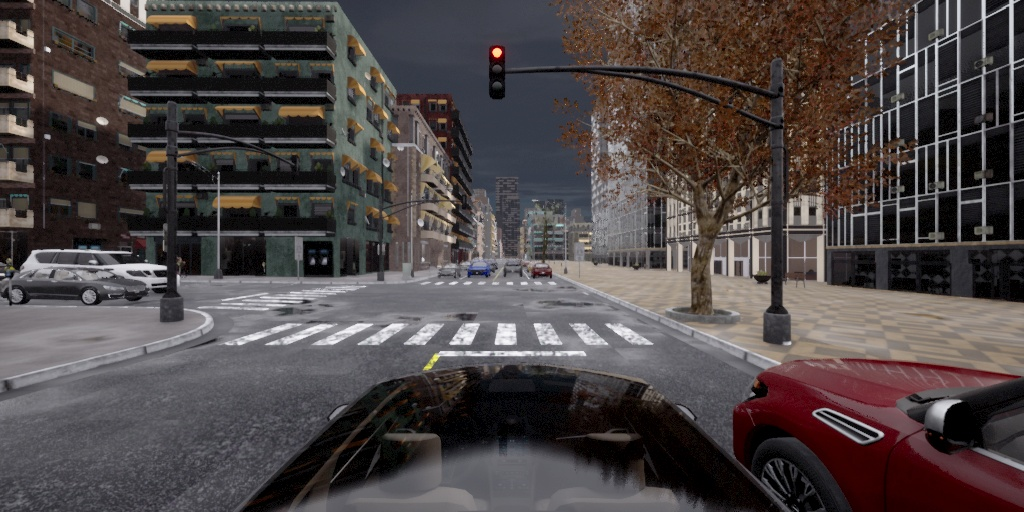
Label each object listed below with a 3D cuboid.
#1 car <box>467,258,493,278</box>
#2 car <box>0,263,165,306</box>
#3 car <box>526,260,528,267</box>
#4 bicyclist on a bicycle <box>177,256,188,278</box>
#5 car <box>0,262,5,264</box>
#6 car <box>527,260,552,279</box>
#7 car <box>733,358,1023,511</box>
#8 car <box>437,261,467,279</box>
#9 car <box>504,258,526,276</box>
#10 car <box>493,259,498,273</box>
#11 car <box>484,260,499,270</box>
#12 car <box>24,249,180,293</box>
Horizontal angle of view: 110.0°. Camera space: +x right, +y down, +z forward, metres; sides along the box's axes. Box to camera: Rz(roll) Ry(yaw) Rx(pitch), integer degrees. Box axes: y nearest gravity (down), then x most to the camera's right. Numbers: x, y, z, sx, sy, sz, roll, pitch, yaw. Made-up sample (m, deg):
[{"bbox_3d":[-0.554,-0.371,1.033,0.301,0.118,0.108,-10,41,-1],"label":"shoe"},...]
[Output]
[{"bbox_3d":[-3.104,1.240,34.304,1.882,1.535,5.008,0,0,0],"label":"car"},{"bbox_3d":[-16.439,1.091,13.596,4.403,1.370,2.007,0,0,-1],"label":"car"},{"bbox_3d":[2.676,1.296,44.253,1.751,1.417,4.829,0,0,0],"label":"car"},{"bbox_3d":[-23.177,0.761,24.854,0.582,1.620,1.656,1,0,-1],"label":"bicyclist on a bicycle"},{"bbox_3d":[-33.196,0.869,21.801,4.403,1.370,2.007,0,0,-1],"label":"car"},{"bbox_3d":[2.680,1.306,33.018,1.888,1.381,4.507,0,0,0],"label":"car"},{"bbox_3d":[2.691,1.065,0.631,2.192,1.841,5.009,0,0,0],"label":"car"},{"bbox_3d":[-5.700,1.311,33.015,2.007,1.370,4.403,0,0,0],"label":"car"},{"bbox_3d":[0.091,1.256,37.562,2.128,1.511,4.902,0,0,0],"label":"car"},{"bbox_3d":[-3.104,1.335,44.301,1.994,1.385,4.181,0,0,0],"label":"car"},{"bbox_3d":[-3.101,1.331,54.665,2.033,1.411,5.357,0,0,0],"label":"car"},{"bbox_3d":[-18.432,0.738,16.164,5.566,2.045,2.150,1,0,-1],"label":"car"}]
